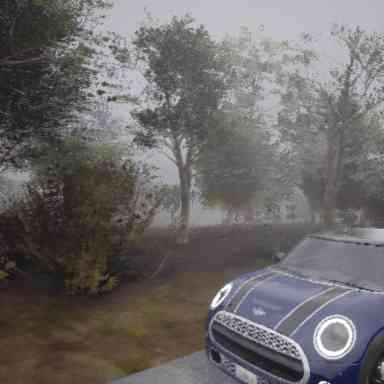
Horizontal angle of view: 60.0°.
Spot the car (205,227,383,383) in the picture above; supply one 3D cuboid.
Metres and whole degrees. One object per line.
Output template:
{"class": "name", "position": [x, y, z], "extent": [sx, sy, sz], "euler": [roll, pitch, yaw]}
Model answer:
{"class": "car", "position": [2.368, 1.383, 4.915], "extent": [4.553, 1.767, 2.097], "euler": [0, 0, -37]}
